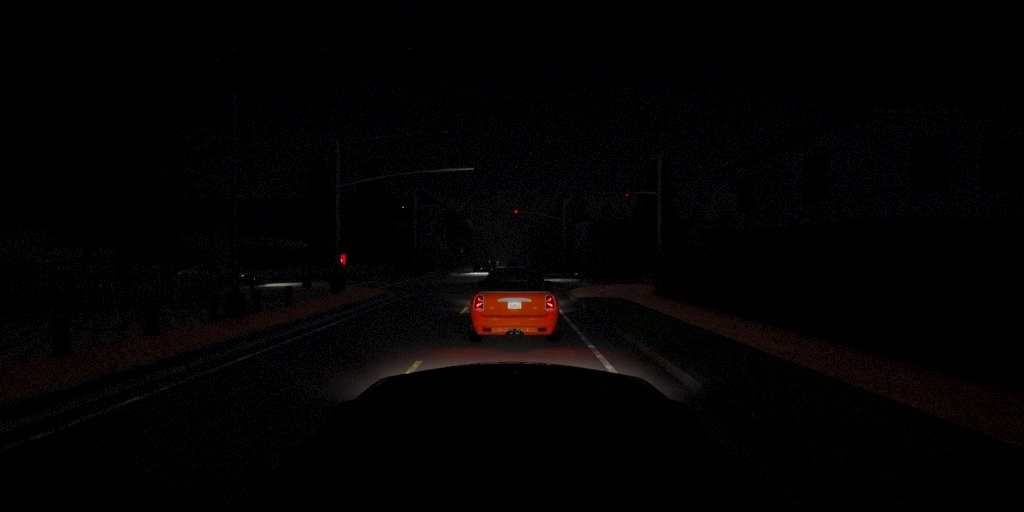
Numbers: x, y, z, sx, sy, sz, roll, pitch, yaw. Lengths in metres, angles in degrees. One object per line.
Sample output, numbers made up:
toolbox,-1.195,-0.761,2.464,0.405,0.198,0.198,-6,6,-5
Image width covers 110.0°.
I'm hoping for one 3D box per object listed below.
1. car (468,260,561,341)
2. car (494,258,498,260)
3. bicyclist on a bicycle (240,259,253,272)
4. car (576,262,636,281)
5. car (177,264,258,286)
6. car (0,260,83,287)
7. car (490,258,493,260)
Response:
car,0.067,1.102,9.977,2.097,1.767,4.553,0,0,0
car,-3.618,1.314,56.307,1.994,1.385,4.181,0,0,0
bicyclist on a bicycle,-23.575,1.066,31.823,0.582,1.620,1.656,0,0,-2
car,7.792,1.222,29.803,4.902,1.511,2.128,0,0,-4
car,-20.010,1.291,24.465,4.674,1.442,1.812,0,0,-2
car,-32.607,1.243,24.084,5.008,1.535,1.882,0,0,-1
car,-3.619,1.314,44.326,1.994,1.385,4.181,0,0,0
